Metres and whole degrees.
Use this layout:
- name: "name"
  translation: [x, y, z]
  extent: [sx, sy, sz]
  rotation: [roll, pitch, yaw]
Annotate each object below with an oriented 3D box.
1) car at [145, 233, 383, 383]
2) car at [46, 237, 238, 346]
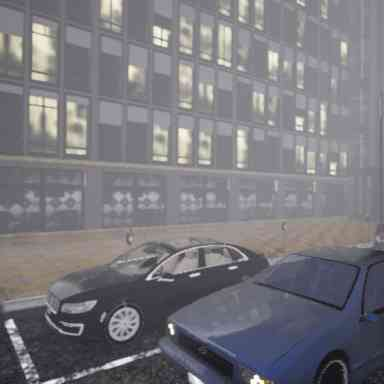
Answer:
- name: "car"
  translation: [2.216, 1.585, 4.956]
  extent: [5.357, 1.411, 2.033]
  rotation: [1, 0, -36]
- name: "car"
  translation: [-0.368, 1.577, 6.291]
  extent: [4.403, 1.369, 2.008]
  rotation: [1, 0, -35]
